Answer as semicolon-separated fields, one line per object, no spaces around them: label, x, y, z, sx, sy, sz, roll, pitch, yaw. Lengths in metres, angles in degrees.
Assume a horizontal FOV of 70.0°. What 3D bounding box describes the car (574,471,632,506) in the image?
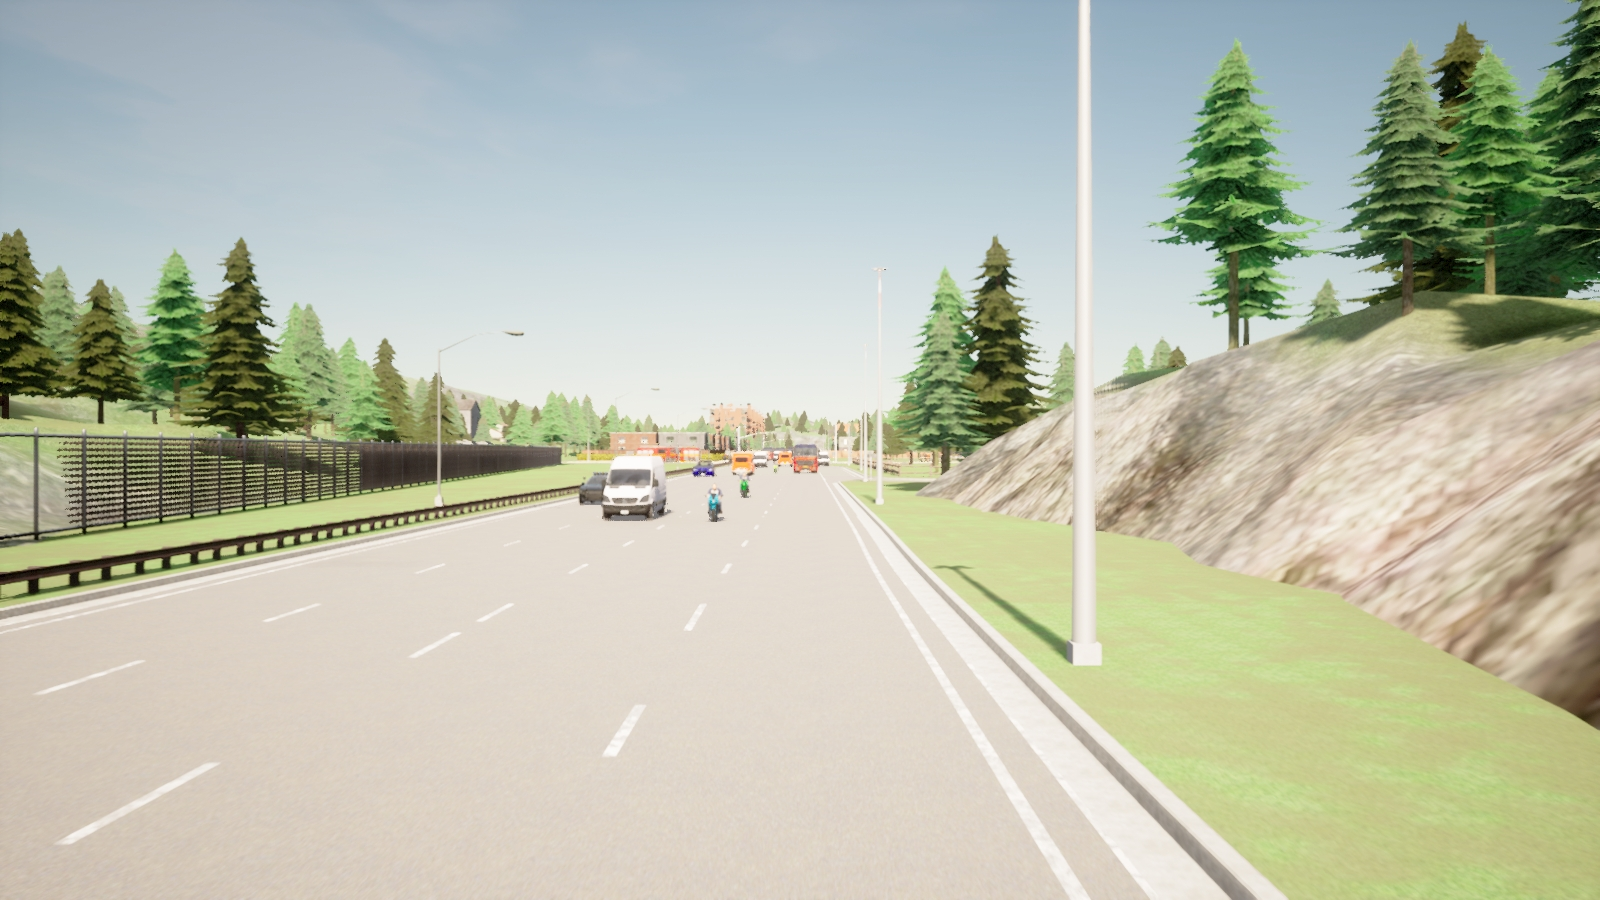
car;-10.234;1.989;59.636;2.097;1.638;5.238;0;0;0

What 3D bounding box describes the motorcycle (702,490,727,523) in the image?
motorcycle;-3.318;2.191;44.485;0.803;1.199;2.033;0;0;0

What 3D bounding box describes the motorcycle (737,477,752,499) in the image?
motorcycle;-3.203;2.193;66.084;0.803;1.199;2.033;0;0;0

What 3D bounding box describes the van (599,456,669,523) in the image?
van;-6.797;1.540;47.318;1.988;2.561;5.915;0;0;0
